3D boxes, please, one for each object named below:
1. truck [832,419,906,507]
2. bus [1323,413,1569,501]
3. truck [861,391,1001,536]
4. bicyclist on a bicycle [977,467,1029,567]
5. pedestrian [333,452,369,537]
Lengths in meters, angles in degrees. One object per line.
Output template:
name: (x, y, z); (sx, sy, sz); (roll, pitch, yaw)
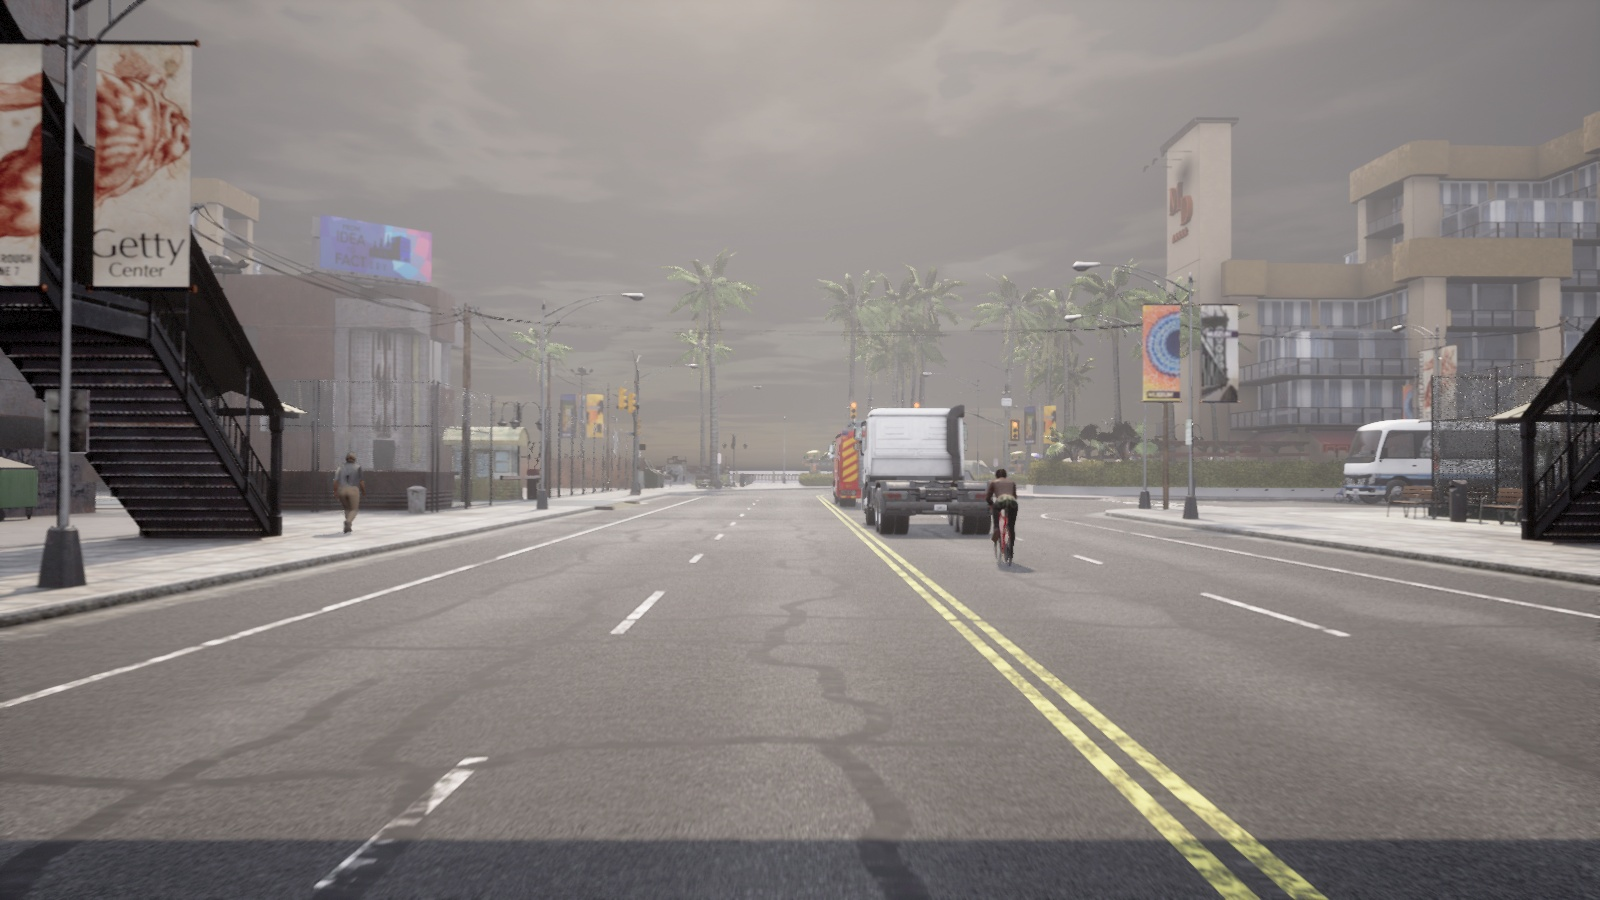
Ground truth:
truck: (3.107, 0.623, 58.830); (2.891, 3.827, 8.468); (0, -1, 0)
bus: (32.238, 0.367, 63.039); (10.273, 4.253, 3.944); (0, -1, -1)
truck: (3.318, 0.388, 33.980); (2.891, 3.462, 7.936); (0, -1, 0)
bicyclist on a bicycle: (3.428, 1.111, 21.303); (0.582, 1.620, 1.656); (0, -1, 0)
pedestrian: (-9.816, 0.969, 27.484); (0.540, 1.848, 0.694); (0, -1, -1)
